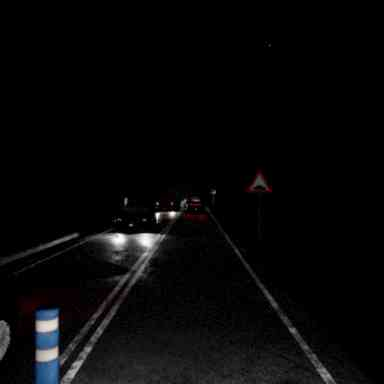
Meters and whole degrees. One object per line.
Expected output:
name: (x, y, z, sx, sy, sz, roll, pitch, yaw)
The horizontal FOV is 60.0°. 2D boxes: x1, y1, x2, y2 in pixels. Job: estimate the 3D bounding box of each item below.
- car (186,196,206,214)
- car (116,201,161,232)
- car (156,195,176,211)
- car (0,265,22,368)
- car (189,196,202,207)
car: (0.387, 1.406, 34.575, 2.128, 1.511, 4.902, 0, 0, 1)
car: (-3.219, 1.483, 20.034, 1.812, 1.442, 4.674, 0, 0, 1)
car: (-2.943, 1.251, 38.274, 2.097, 1.767, 4.553, 0, 0, 1)
car: (-3.334, 1.499, 2.805, 1.837, 1.490, 4.892, 0, 1, 0)
car: (0.529, 1.370, 49.874, 1.812, 1.442, 4.674, 0, 0, 1)
